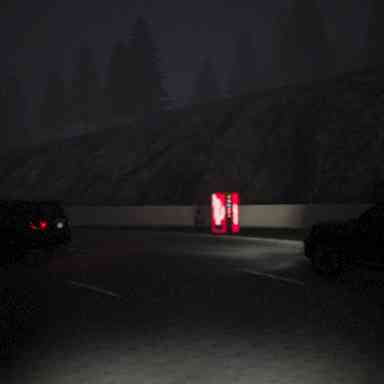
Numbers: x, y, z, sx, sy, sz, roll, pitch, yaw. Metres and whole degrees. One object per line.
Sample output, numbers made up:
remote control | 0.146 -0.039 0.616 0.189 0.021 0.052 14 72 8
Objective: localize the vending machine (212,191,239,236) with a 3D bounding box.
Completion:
vending machine | 1.650 1.026 16.375 0.880 2.100 1.100 -1 1 33

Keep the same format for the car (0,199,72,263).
car | -7.167 1.299 12.030 5.566 2.045 2.150 -1 0 12

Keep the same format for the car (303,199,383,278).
car | 5.039 1.041 7.121 2.150 2.045 5.566 -1 0 -29

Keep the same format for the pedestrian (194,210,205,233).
pedestrian | 0.333 1.008 15.921 0.375 1.860 0.375 -1 1 30
